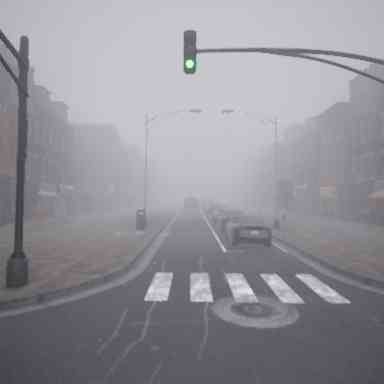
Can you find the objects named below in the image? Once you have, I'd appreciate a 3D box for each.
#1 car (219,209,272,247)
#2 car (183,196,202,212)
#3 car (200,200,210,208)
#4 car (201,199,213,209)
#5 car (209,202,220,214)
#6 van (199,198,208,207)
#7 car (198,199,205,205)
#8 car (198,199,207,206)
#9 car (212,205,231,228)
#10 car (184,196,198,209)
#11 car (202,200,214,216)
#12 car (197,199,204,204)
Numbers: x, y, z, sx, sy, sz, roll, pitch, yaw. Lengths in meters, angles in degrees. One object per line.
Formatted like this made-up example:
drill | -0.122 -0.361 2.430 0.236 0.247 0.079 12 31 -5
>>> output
car | 2.621 1.752 15.968 1.947 1.339 4.313 2 0 0
car | -0.105 1.660 46.513 2.150 2.045 5.566 1 -1 0
car | 2.475 2.276 64.904 1.802 1.307 4.206 2 -1 0
car | 2.541 1.961 43.324 1.752 1.417 4.829 2 -1 0
car | 2.590 1.798 27.011 1.752 1.417 4.829 2 -1 0
van | 2.467 2.108 70.345 1.690 1.788 3.998 2 -1 0
car | 2.410 2.588 86.654 1.802 1.307 4.206 2 -1 0
car | 2.444 2.388 75.779 1.887 1.381 4.507 2 -1 0
car | 2.604 1.792 21.405 1.947 1.339 4.313 2 -1 0
car | -0.149 1.782 56.921 2.150 2.045 5.566 1 -1 0
car | 2.556 1.942 37.717 1.947 1.339 4.313 2 -1 0
car | 2.394 2.671 92.092 1.802 1.307 4.206 2 -1 0
